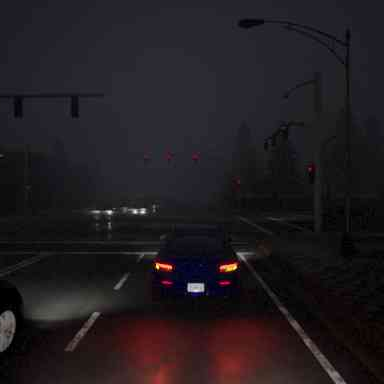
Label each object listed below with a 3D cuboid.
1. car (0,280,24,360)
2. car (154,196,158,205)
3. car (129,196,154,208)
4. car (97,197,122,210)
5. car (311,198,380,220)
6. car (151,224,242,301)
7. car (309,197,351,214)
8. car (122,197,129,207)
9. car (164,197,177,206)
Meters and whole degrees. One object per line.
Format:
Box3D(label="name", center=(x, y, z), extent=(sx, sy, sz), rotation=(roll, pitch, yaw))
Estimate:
Box3D(label="car", center=(-3.441, 1.505, 3.053), extent=(1.837, 1.490, 4.892), rotation=(0, 0, 0))
Box3D(label="car", center=(-7.099, 1.503, 57.967), extent=(1.837, 1.490, 4.892), rotation=(0, 0, 1))
Box3D(label="car", center=(-7.108, 1.489, 47.257), extent=(2.128, 1.511, 4.902), rotation=(0, 0, 0))
Box3D(label="car", center=(-10.623, 1.524, 42.037), extent=(1.812, 1.442, 4.674), rotation=(0, 0, 0))
Box3D(label="car", center=(12.950, 1.490, 27.704), extent=(4.902, 1.511, 2.128), rotation=(0, 0, 0))
Box3D(label="car", center=(0.131, 1.525, 8.186), extent=(1.812, 1.442, 4.674), rotation=(0, 0, 2))
Box3D(label="car", center=(13.443, 1.351, 31.203), extent=(4.553, 1.767, 2.097), rotation=(0, 0, 0))
Box3D(label="car", center=(-10.630, 1.475, 51.240), extent=(1.882, 1.535, 5.008), rotation=(0, 0, 0))
Box3D(label="car", center=(-3.458, 1.475, 53.213), extent=(1.882, 1.535, 5.008), rotation=(0, 0, 0))
